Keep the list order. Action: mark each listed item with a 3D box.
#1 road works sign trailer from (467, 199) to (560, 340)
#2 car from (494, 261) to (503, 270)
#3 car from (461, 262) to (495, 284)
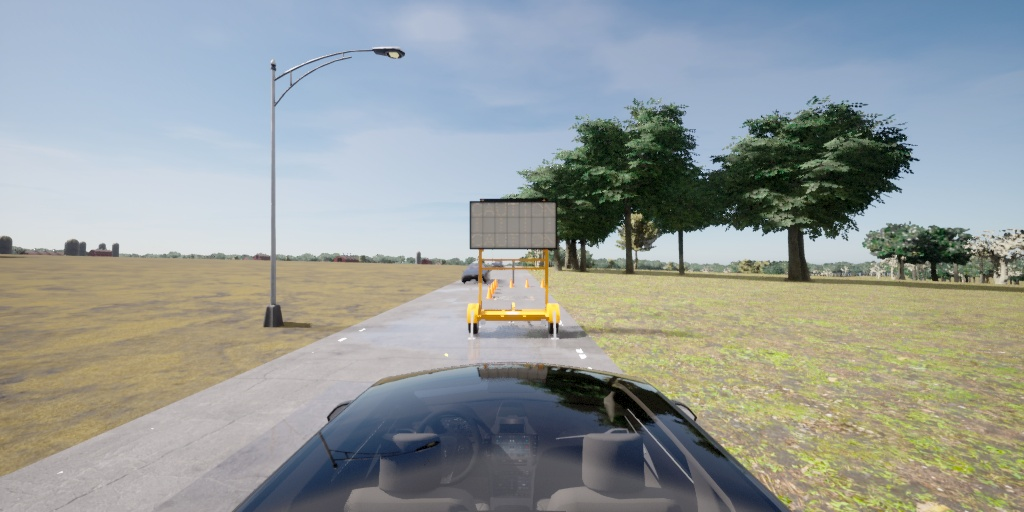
[{"bbox_3d":[0.040,0.220,9.972,2.380,3.560,2.880,0,0,0],"label":"road works sign trailer"},{"bbox_3d":[-2.386,1.524,57.136,1.994,1.385,4.181,0,0,0],"label":"car"},{"bbox_3d":[-2.678,1.338,27.617,2.033,1.411,5.357,0,0,0],"label":"car"}]
